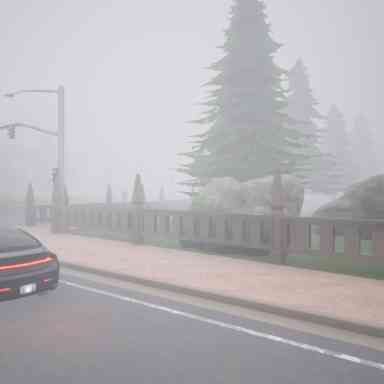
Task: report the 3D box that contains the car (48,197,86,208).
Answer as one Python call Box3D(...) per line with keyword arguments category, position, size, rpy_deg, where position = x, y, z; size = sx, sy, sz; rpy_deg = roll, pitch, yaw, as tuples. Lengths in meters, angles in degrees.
Box3D(category="car", position=(-18.506, 1.486, 49.523), size=(2.128, 1.511, 4.902), rpy_deg=(0, 0, 36))

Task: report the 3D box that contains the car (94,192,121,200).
Box3D(category="car", position=(-15.110, 1.087, 60.279), size=(2.150, 2.045, 5.566), rpy_deg=(0, 2, 35))

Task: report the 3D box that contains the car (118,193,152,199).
Box3D(category="car", position=(-9.518, 1.380, 56.088), size=(1.837, 1.490, 4.892), rpy_deg=(0, 2, 36))

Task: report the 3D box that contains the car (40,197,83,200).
Box3D(category="car", position=(-17.514, 1.522, 44.898), size=(1.812, 1.442, 4.674), rpy_deg=(0, 0, 36))

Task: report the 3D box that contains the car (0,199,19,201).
Box3D(category="car", position=(-22.619, 1.560, 37.788), size=(1.994, 1.385, 4.181), rpy_deg=(0, 0, 36))

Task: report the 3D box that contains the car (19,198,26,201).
Box3D(category="car", position=(-23.999, 1.543, 41.863), size=(2.033, 1.411, 5.357), rpy_deg=(0, 0, 36))

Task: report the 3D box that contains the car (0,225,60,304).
Box3D(category="car", position=(-4.937, 1.504, 7.460), size=(4.892, 1.490, 1.837), rpy_deg=(0, 0, 36))

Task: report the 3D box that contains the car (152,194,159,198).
Box3D(category="car", position=(-8.347, 1.069, 63.717), size=(2.128, 1.511, 4.902), rpy_deg=(0, 3, 36))

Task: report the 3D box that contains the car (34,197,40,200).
Box3D(category="car", position=(-23.699, 1.500, 48.284), size=(1.837, 1.490, 4.892), rpy_deg=(0, 0, 36))
